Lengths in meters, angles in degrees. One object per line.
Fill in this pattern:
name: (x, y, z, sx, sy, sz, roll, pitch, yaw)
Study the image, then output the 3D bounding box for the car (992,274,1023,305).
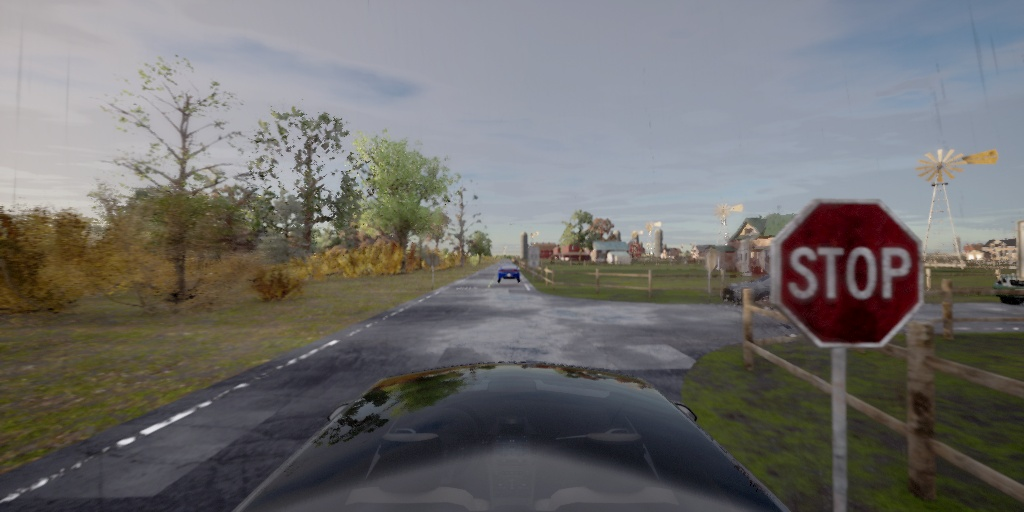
car: (23.208, 1.055, 14.506, 5.566, 2.045, 2.150, 0, -1, -1)

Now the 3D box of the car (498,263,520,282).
car: (-0.284, 1.488, 32.866, 1.882, 1.535, 5.008, 0, 0, -1)

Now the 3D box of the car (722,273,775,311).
car: (11.074, 1.358, 14.304, 4.892, 1.490, 1.837, 0, -1, 2)
